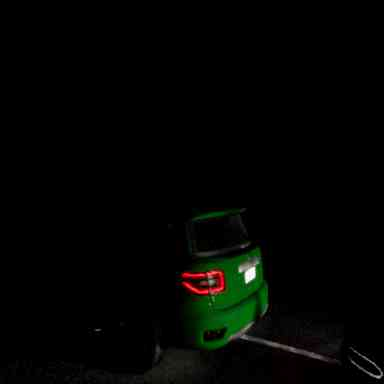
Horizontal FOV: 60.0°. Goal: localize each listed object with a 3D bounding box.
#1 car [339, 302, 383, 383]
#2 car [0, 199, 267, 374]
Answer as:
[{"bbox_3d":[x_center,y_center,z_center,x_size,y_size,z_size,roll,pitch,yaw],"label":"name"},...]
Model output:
[{"bbox_3d":[3.682,1.450,2.186,5.008,1.535,1.882,1,1,37],"label":"car"},{"bbox_3d":[-1.545,1.150,5.697,5.566,2.045,2.150,0,1,31],"label":"car"}]
